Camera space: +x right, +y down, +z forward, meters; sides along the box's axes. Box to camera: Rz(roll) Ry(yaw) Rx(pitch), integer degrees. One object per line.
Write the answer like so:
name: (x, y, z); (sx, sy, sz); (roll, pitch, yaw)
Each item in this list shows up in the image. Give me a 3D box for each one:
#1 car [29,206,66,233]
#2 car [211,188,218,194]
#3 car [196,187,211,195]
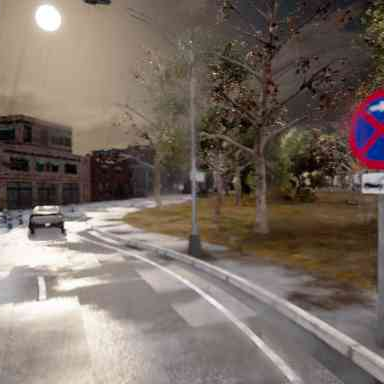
car: (-8.828, 1.580, 20.361); (2.128, 1.511, 4.902); (-1, 0, -23)
car: (5.265, -0.199, 85.419); (2.128, 1.511, 4.902); (-1, 1, 19)
car: (1.972, -0.031, 75.561); (2.150, 2.045, 5.566); (-1, 2, 18)
